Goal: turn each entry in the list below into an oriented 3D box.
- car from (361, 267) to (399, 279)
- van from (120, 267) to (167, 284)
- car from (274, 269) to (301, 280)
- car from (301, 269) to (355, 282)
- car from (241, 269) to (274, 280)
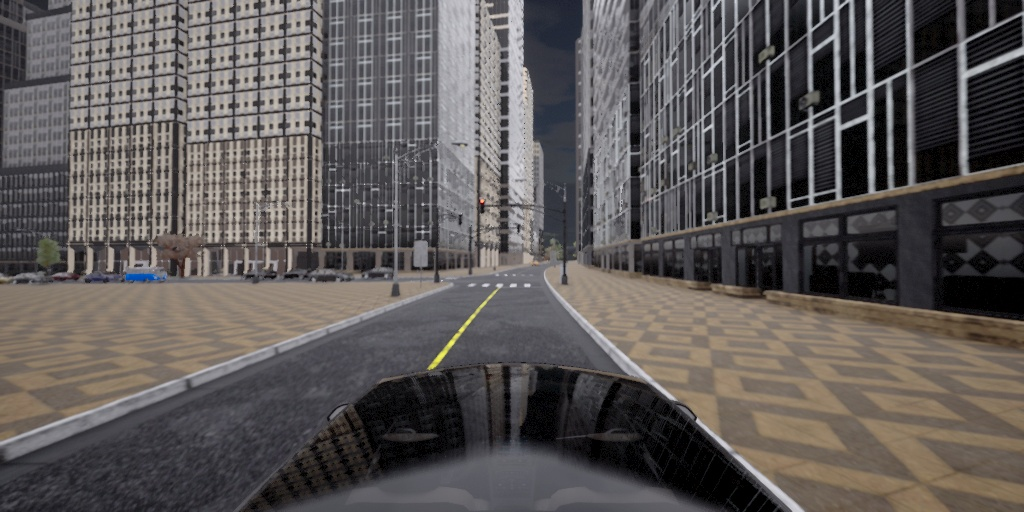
[{"bbox_3d":[-15.615,2.001,42.491,4.403,1.370,2.007,0,0,11],"label":"car"},{"bbox_3d":[-39.307,2.111,38.603,3.998,1.789,1.690,0,0,11],"label":"van"},{"bbox_3d":[-26.653,2.235,44.658,4.313,1.339,1.948,0,0,11],"label":"car"},{"bbox_3d":[-17.231,1.881,34.269,4.403,1.370,2.007,0,0,11],"label":"car"},{"bbox_3d":[-32.171,2.345,45.742,4.313,1.339,1.948,0,0,11],"label":"car"}]
